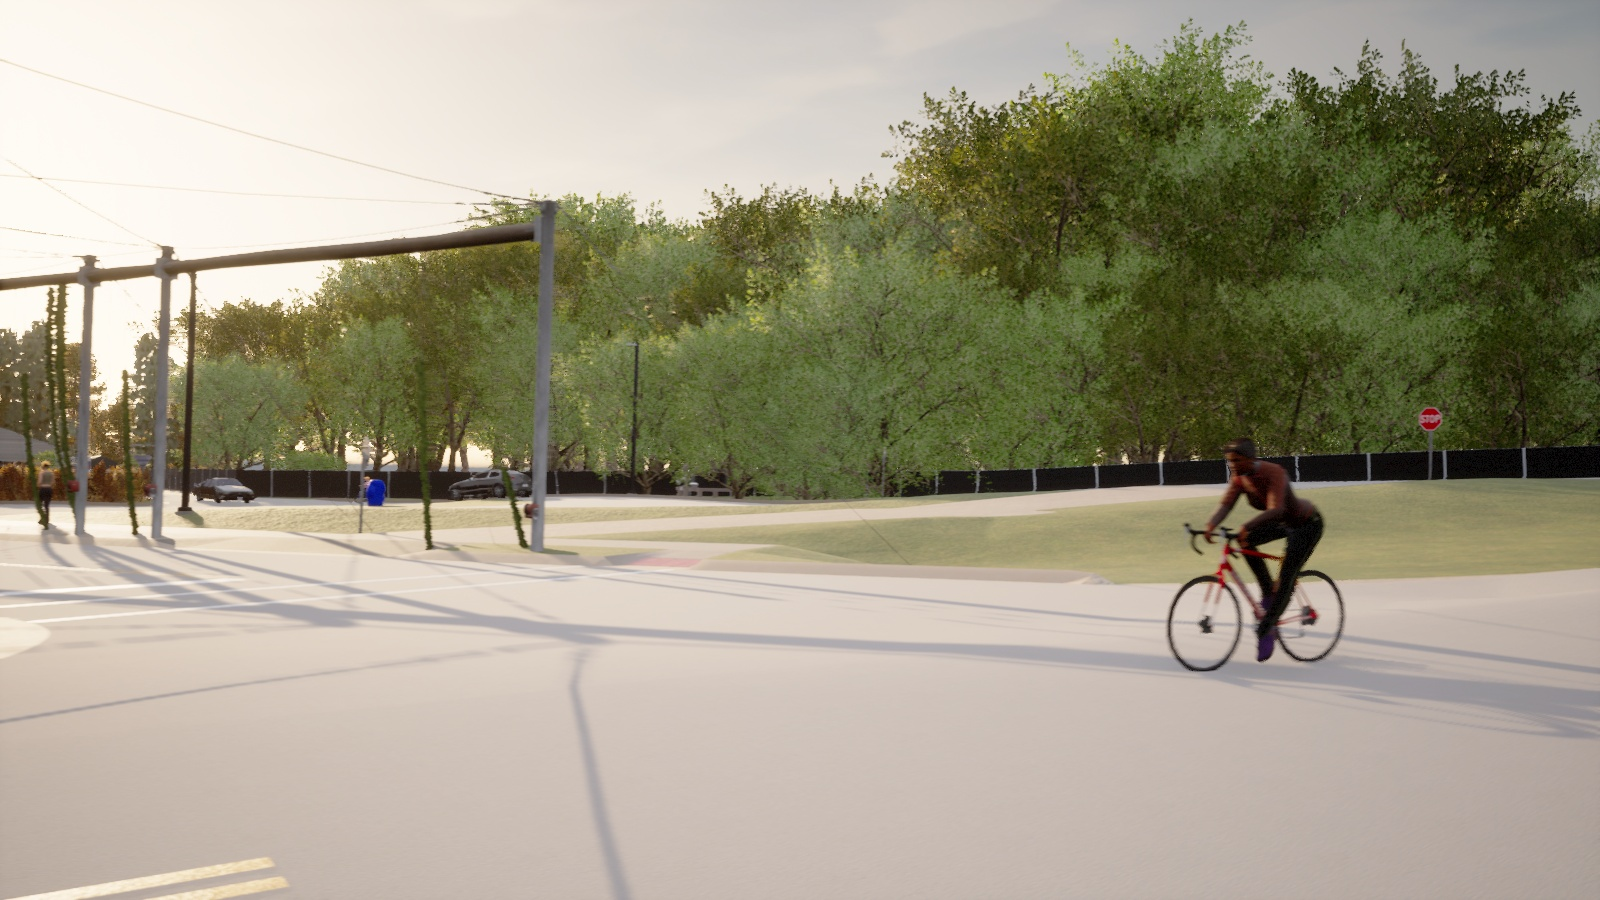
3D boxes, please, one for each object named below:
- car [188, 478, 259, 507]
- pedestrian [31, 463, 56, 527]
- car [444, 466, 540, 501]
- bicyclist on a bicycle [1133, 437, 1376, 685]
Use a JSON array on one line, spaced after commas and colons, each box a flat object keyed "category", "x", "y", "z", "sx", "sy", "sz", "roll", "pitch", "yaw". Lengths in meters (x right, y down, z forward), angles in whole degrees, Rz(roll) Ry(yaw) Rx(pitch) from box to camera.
[{"category": "car", "x": -33.067, "y": 2.443, "z": 71.976, "sx": 2.033, "sy": 1.411, "sz": 5.357, "roll": 2, "pitch": -1, "yaw": -43}, {"category": "pedestrian", "x": -21.764, "y": 1.293, "z": 36.131, "sx": 0.594, "sy": 1.836, "sz": 0.345, "roll": 1, "pitch": -1, "yaw": 32}, {"category": "car", "x": -17.113, "y": 1.859, "z": 69.696, "sx": 5.027, "sy": 1.651, "sz": 2.152, "roll": -5, "pitch": -2, "yaw": 30}, {"category": "bicyclist on a bicycle", "x": 3.198, "y": 0.724, "z": 8.824, "sx": 1.656, "sy": 1.620, "sz": 0.582, "roll": 0, "pitch": 0, "yaw": -24}]
